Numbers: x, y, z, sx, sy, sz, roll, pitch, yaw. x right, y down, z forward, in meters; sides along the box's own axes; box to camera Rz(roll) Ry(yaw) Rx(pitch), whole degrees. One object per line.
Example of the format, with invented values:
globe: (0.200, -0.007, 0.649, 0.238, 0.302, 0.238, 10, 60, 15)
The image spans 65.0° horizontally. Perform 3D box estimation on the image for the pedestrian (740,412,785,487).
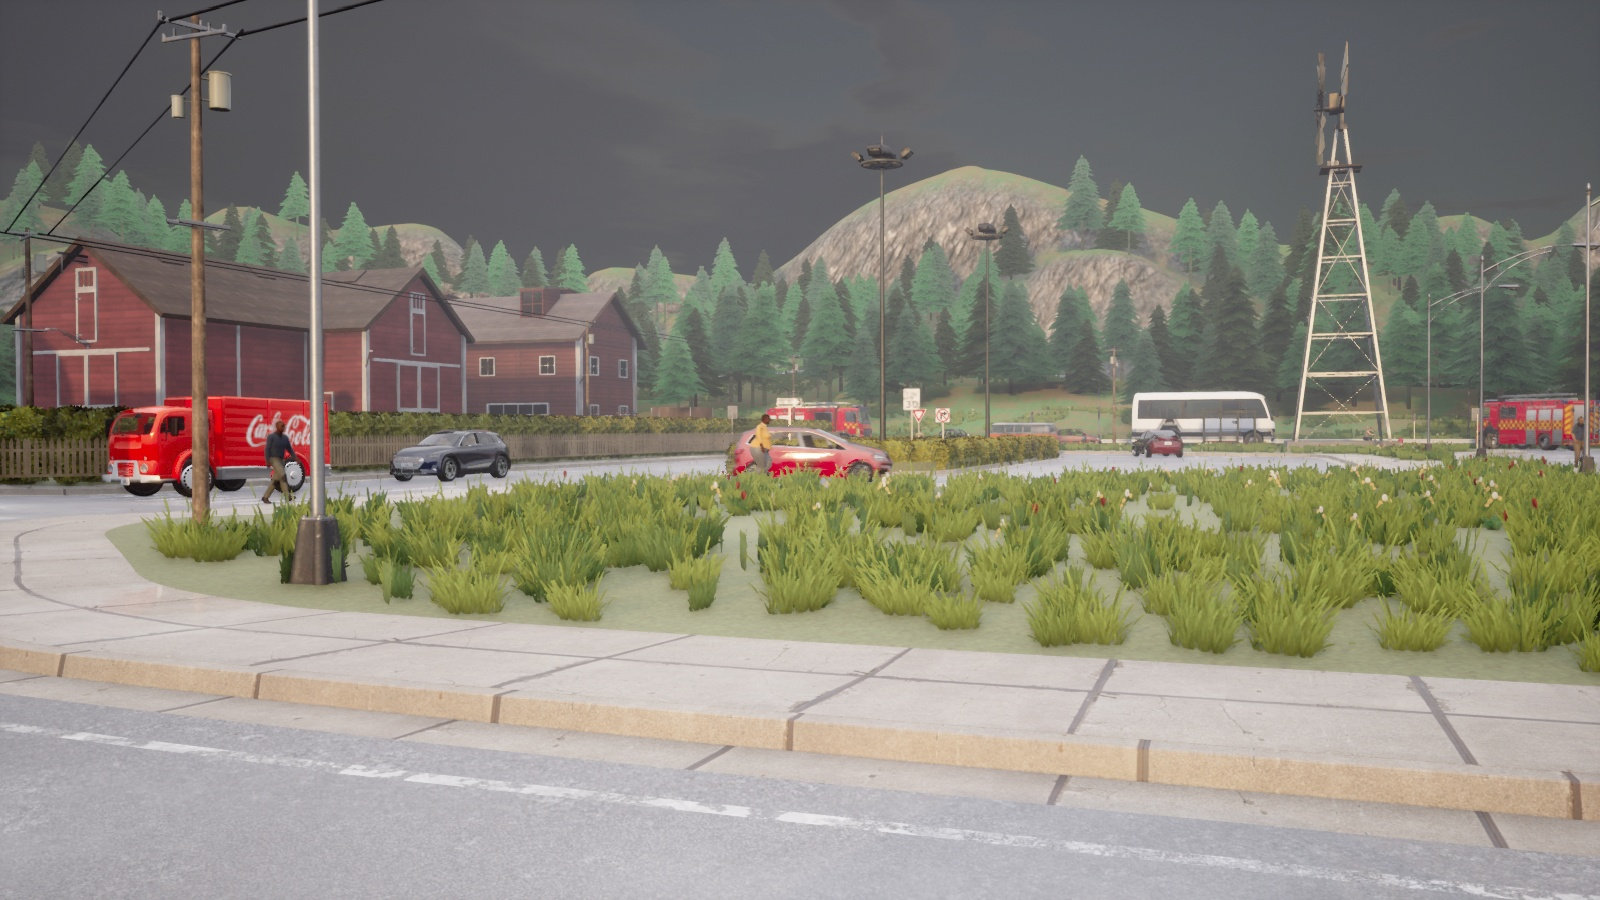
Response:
pedestrian: (-0.941, -0.028, 31.590, 0.900, 1.855, 0.874, 0, 1, 14)

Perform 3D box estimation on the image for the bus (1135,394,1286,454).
bus: (30.149, -1.915, 92.322, 10.273, 4.253, 3.944, 1, 1, 20)

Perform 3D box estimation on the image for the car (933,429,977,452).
car: (11.503, -0.720, 92.947, 1.851, 1.617, 3.988, 1, 1, 29)

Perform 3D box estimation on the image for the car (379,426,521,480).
car: (-11.261, 0.061, 40.834, 2.033, 1.649, 4.856, 1, 1, 20)

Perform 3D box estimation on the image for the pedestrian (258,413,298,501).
pedestrian: (-11.108, 0.142, 26.725, 0.726, 1.835, 0.370, 1, 1, 24)

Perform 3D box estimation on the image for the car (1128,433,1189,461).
car: (19.691, -0.207, 69.151, 2.163, 1.488, 4.792, 0, 1, 3)

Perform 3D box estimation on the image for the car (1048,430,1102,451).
car: (20.916, -0.727, 95.545, 3.988, 1.617, 1.851, 0, 1, 12)

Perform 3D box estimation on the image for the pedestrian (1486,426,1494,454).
pedestrian: (44.438, -0.647, 80.908, 0.370, 1.835, 0.726, 1, 1, 25)

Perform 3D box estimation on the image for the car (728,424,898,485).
car: (0.420, 0.094, 36.137, 4.611, 1.667, 2.242, 0, 1, 8)

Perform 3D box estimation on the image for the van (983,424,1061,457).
van: (13.733, -0.616, 77.734, 4.442, 1.987, 1.775, 0, 1, 32)

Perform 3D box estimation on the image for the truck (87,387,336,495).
truck: (-14.684, -0.214, 31.722, 2.627, 2.467, 5.204, 1, 0, 25)

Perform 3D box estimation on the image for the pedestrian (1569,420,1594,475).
pedestrian: (26.583, -0.102, 42.709, 0.540, 1.848, 0.694, 1, 1, 19)
